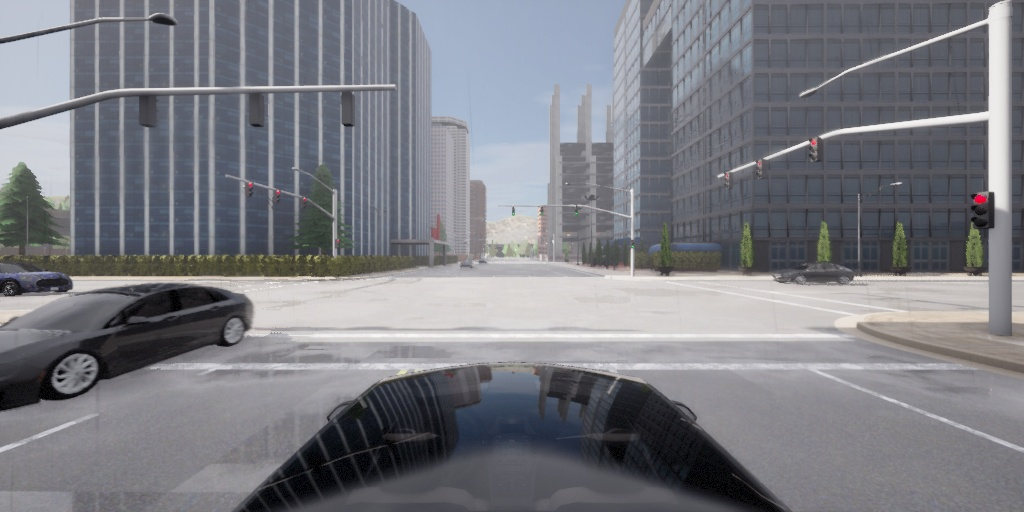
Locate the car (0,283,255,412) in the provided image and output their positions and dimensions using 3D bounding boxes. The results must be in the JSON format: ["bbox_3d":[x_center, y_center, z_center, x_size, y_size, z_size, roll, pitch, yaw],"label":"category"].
[{"bbox_3d":[-7.000,1.323,6.493,1.837,1.490,4.892,0,1,0],"label":"car"}]

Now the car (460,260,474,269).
[{"bbox_3d":[-6.998,1.313,56.188,2.033,1.411,5.357,0,0,0],"label":"car"}]

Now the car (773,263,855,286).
[{"bbox_3d":[21.048,1.254,25.130,4.892,1.490,1.837,0,0,1],"label":"car"}]

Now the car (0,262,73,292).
[{"bbox_3d":[-25.691,1.103,18.405,4.553,1.767,2.097,0,0,1],"label":"car"}]
